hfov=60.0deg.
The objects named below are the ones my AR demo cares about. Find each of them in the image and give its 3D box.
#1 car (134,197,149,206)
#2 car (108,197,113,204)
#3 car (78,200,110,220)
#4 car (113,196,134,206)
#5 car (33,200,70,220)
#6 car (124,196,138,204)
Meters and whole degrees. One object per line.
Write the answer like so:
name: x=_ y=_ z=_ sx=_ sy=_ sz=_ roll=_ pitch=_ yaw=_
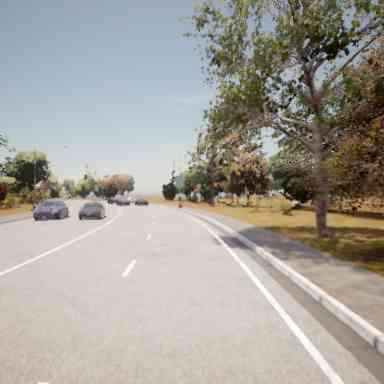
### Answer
car: x=-9.439 y=1.838 z=62.231 sx=1.994 sy=1.385 sz=4.181 roll=0 pitch=0 yaw=-21
car: x=-16.448 y=1.714 z=70.399 sx=2.033 sy=1.411 sz=5.357 roll=0 pitch=0 yaw=-25
car: x=-8.794 y=1.647 z=29.535 sx=1.837 sy=1.490 sz=4.892 roll=0 pitch=-1 yaw=-7
car: x=-12.537 y=1.812 z=60.499 sx=2.033 sy=1.411 sz=5.357 roll=0 pitch=0 yaw=-21
car: x=-12.287 y=1.492 z=29.236 sx=2.097 sy=1.767 sz=4.553 roll=0 pitch=0 yaw=-7
car: x=-13.101 y=1.692 z=71.492 sx=1.812 sy=1.442 sz=4.674 roll=0 pitch=0 yaw=-25
